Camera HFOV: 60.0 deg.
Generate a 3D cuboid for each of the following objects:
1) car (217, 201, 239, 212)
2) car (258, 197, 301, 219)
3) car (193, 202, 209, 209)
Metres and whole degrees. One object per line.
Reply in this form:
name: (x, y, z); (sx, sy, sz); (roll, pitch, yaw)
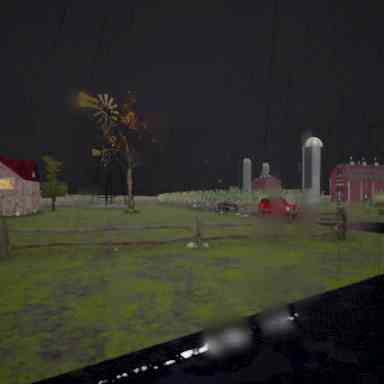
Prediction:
car: (5.065, 2.056, 46.866); (2.128, 1.511, 4.902); (1, -1, -15)
car: (8.618, 1.564, 33.418); (2.150, 2.045, 5.566); (1, -1, -15)
car: (1.597, 2.391, 60.215); (1.895, 1.301, 4.718); (1, -1, -14)
